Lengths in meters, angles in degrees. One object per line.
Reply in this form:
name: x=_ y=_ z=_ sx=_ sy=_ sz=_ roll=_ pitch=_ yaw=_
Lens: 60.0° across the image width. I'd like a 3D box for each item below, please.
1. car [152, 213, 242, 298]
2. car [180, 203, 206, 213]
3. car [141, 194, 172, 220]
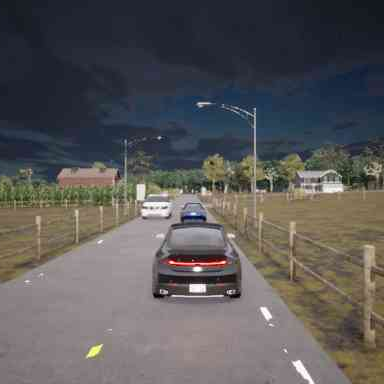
car: x=0.101 y=1.505 z=8.489 sx=1.837 sy=1.490 sz=4.892 roll=0 pitch=0 yaw=0
car: x=0.105 y=1.538 z=26.150 sx=1.994 sy=1.385 sz=4.181 roll=0 pitch=0 yaw=0
car: x=-2.836 y=1.191 z=27.862 sx=2.150 sy=2.045 sz=5.566 roll=0 pitch=0 yaw=0
